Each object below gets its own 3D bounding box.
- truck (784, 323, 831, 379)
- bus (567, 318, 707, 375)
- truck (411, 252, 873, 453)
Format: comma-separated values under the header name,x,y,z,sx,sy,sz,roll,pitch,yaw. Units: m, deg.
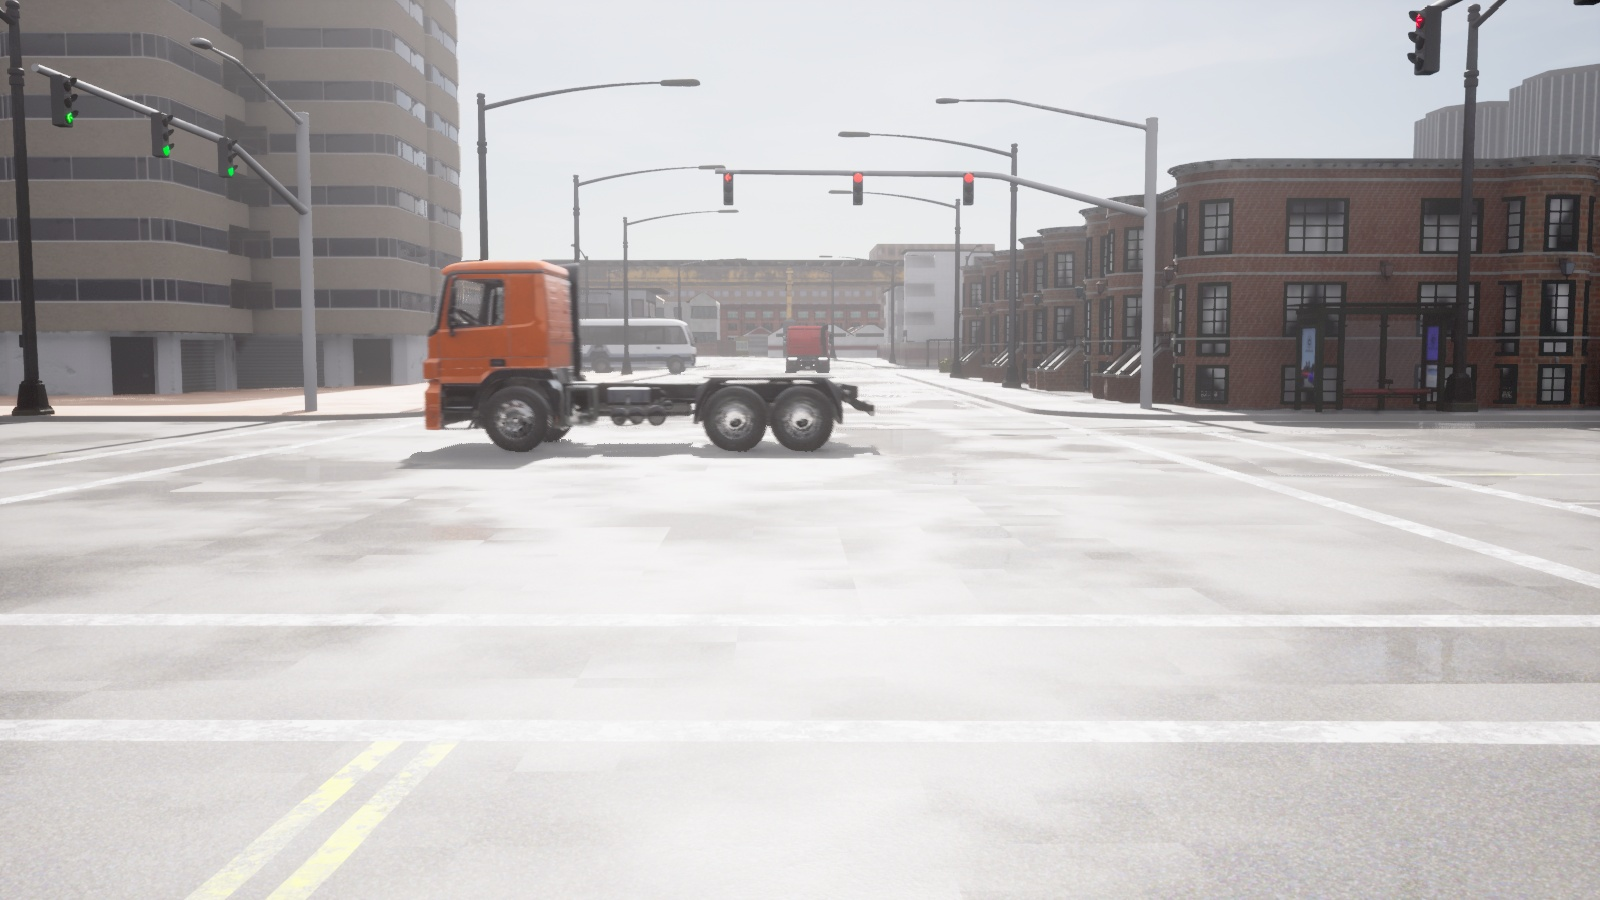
name,x,y,z,sx,sy,sz,roll,pitch,yaw
truck,0.507,-6.412,81.220,2.891,3.462,7.936,0,5,0
bus,-12.409,-7.993,96.774,10.273,4.253,3.944,0,4,-1
truck,-2.707,-1.790,23.103,7.936,3.462,2.891,0,5,1
